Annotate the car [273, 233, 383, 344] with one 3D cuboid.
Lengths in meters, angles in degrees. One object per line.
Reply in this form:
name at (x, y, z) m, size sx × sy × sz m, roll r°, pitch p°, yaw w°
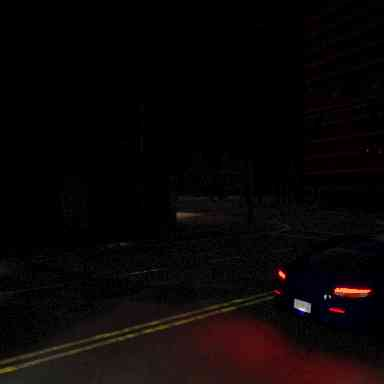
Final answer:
car at (3.520, 1.526, 6.281) m, size 4.674 × 1.442 × 1.812 m, roll 0°, pitch 0°, yaw -35°
